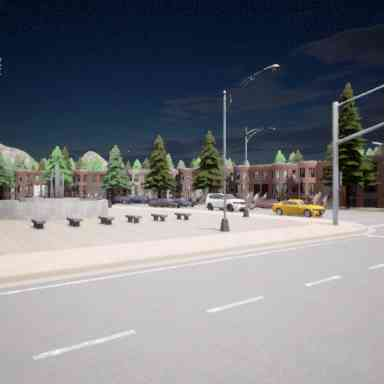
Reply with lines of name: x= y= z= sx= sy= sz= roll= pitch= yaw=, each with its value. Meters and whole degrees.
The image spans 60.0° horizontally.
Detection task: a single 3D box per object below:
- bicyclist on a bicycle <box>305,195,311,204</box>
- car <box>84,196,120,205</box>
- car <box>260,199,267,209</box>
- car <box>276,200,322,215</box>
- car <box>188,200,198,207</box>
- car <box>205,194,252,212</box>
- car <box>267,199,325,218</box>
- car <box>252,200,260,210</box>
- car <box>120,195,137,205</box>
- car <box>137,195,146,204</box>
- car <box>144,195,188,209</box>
bicyclist on a bicycle: x=16.230 y=1.287 z=46.628 sx=1.656 sy=1.620 sz=0.582 roll=0 pitch=0 yaw=-37
car: x=-15.146 y=1.605 z=55.746 sx=4.718 sy=1.301 sz=1.895 roll=0 pitch=0 yaw=16
car: x=9.601 y=1.551 z=43.012 sx=1.994 sy=1.385 sz=4.181 roll=0 pitch=0 yaw=-39
car: x=11.115 y=1.552 z=34.865 sx=1.994 sy=1.385 sz=4.181 roll=0 pitch=0 yaw=-37
car: x=-1.802 y=1.536 z=48.897 sx=5.357 sy=1.411 sz=2.033 roll=0 pitch=0 yaw=36
car: x=3.873 y=1.211 z=38.662 sx=2.150 sy=2.045 sz=5.566 roll=0 pitch=0 yaw=-39
car: x=9.796 y=1.467 z=30.792 sx=1.882 sy=1.535 sz=5.008 roll=0 pitch=0 yaw=-37
car: x=5.733 y=1.514 z=41.755 sx=1.812 sy=1.442 sz=4.674 roll=0 pitch=0 yaw=-41
car: x=-12.653 y=1.497 z=58.436 sx=4.892 sy=1.490 sz=1.837 roll=1 pitch=0 yaw=19
car: x=-9.853 y=1.341 z=61.166 sx=4.553 sy=1.767 sz=2.097 roll=0 pitch=0 yaw=21
car: x=-3.618 y=1.538 z=45.888 sx=5.357 sy=1.411 sz=2.033 roll=0 pitch=0 yaw=36
